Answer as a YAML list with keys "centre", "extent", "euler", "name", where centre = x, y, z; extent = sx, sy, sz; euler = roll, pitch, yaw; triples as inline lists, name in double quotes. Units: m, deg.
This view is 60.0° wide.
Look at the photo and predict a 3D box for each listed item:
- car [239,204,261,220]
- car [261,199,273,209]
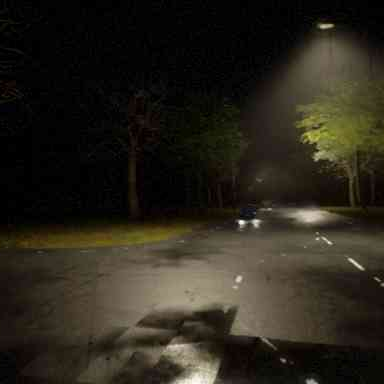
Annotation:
- centre: [6.531, 2.265, 38.014]
  extent: [1.882, 1.535, 5.008]
  euler: [-2, -2, 14]
  name: "car"
- centre: [16.766, 2.676, 74.744]
  extent: [2.150, 2.045, 5.566]
  euler: [-3, -2, 20]
  name: "car"
